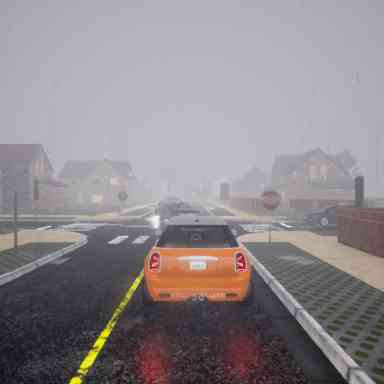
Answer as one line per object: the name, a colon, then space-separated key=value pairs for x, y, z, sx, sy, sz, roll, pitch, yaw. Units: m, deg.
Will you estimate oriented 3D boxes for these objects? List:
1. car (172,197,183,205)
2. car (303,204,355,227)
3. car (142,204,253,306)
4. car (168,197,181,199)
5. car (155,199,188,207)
car: x=-2.767 y=1.718 z=64.042 sx=1.812 sy=1.442 sz=4.674 roll=0 pitch=-1 yaw=1
car: x=10.265 y=1.579 z=23.101 sx=4.892 sy=1.490 sz=1.837 roll=0 pitch=0 yaw=-2
car: x=0.105 y=1.352 z=8.162 sx=2.097 sy=1.767 sz=4.553 roll=0 pitch=0 yaw=0
car: x=-2.813 y=1.456 z=47.336 sx=2.097 sy=1.767 sz=4.553 roll=0 pitch=-1 yaw=0
car: x=-0.967 y=1.504 z=24.714 sx=2.128 sy=1.511 sz=4.902 roll=0 pitch=0 yaw=-25
